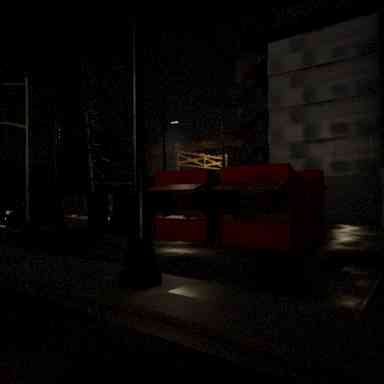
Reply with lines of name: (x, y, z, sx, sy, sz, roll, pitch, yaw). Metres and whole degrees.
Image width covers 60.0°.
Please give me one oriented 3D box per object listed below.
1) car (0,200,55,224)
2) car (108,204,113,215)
car: (-12.900, 1.491, 26.270, 2.097, 1.767, 4.553, -1, -1, 36)
car: (-7.191, 1.663, 34.121, 1.812, 1.442, 4.674, -1, -1, 36)
